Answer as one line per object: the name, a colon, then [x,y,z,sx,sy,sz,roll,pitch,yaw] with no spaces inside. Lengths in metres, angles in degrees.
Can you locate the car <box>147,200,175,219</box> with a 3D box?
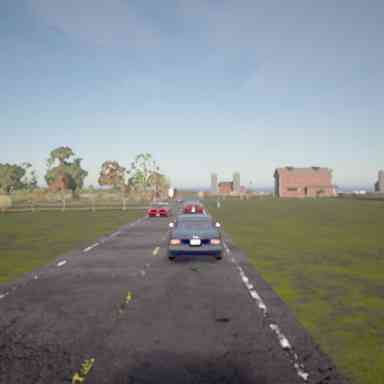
car: [-2.831,1.616,29.829,1.895,1.301,4.718,0,0,0]

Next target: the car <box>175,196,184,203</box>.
car: [-2.706,1.544,70.392,1.812,1.442,4.674,0,0,0]

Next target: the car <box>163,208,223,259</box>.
car: [0.104,1.556,12.536,2.033,1.411,5.357,0,0,0]

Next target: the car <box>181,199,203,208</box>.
car: [0.120,1.542,33.258,1.812,1.442,4.674,0,0,0]
